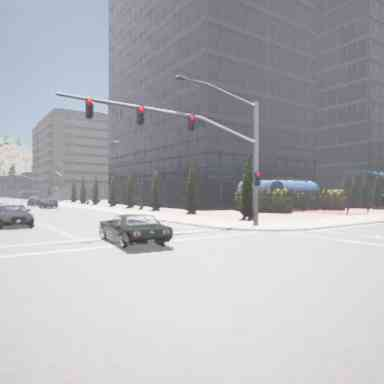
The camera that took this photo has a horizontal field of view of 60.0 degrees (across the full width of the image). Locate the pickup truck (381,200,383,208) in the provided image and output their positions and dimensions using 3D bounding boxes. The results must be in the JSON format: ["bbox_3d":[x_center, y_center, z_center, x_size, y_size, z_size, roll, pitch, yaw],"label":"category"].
[{"bbox_3d":[27.998,1.109,43.964,6.274,2.098,2.390,0,0,-4],"label":"pickup truck"}]

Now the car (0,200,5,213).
[{"bbox_3d":[-22.260,1.611,37.155,1.895,1.301,4.718,0,0,-35],"label":"car"}]

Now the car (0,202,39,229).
[{"bbox_3d":[-11.583,1.571,21.682,1.994,1.385,4.181,0,0,-35],"label":"car"}]

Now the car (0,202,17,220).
[{"bbox_3d":[-16.562,1.609,28.891,1.895,1.301,4.718,0,0,-35],"label":"car"}]

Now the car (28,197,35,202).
[{"bbox_3d":[-25.823,1.545,54.959,1.812,1.442,4.674,0,0,-35],"label":"car"}]

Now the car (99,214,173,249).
[{"bbox_3d":[-2.654,1.609,14.671,1.895,1.301,4.718,0,0,-30],"label":"car"}]

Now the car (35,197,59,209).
[{"bbox_3d":[-20.096,1.509,46.674,2.128,1.511,4.902,0,0,-35],"label":"car"}]
